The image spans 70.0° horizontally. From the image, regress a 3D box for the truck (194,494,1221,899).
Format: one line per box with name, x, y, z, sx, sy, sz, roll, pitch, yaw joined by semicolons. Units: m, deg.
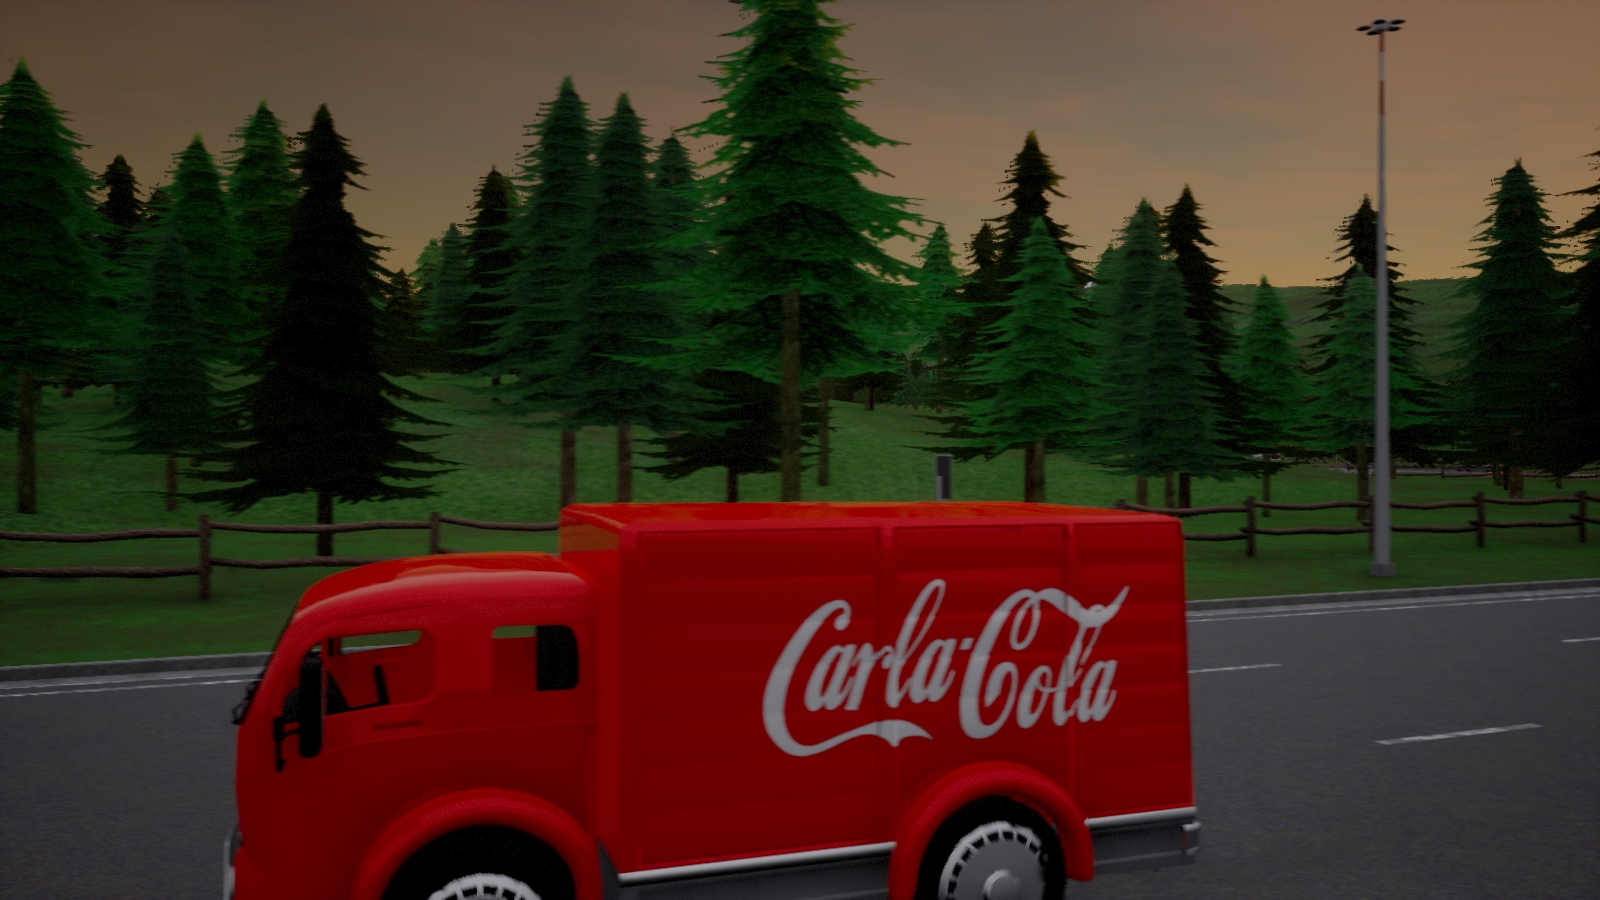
truck;-0.504;1.569;6.840;5.204;2.467;2.627;0;0;-20
